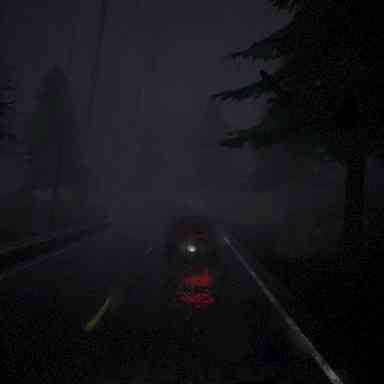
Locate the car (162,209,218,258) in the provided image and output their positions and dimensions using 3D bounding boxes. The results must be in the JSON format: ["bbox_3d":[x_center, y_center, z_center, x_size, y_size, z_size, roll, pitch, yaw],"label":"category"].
[{"bbox_3d":[0.014,1.654,13.489,1.837,1.490,4.892,0,0,0],"label":"car"}]

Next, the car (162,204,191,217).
[{"bbox_3d":[-1.314,1.796,29.410,1.882,1.535,5.008,0,0,-19],"label":"car"}]
